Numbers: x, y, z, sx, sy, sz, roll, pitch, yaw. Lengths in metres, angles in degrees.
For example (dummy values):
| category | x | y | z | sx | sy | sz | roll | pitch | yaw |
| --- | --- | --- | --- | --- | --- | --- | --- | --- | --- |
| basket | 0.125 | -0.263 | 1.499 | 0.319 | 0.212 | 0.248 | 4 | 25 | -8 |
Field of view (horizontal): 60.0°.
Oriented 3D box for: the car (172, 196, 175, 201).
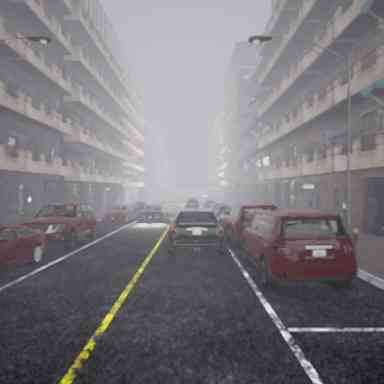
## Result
| category | x | y | z | sx | sy | sz | roll | pitch | yaw |
| --- | --- | --- | --- | --- | --- | --- | --- | --- | --- |
| car | -5.709 | 1.886 | 94.008 | 1.752 | 1.417 | 4.829 | -1 | 0 | 0 |

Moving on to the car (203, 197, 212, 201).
| category | x | y | z | sx | sy | sz | roll | pitch | yaw |
| --- | --- | --- | --- | --- | --- | --- | --- | --- | --- |
| car | 2.677 | 1.774 | 48.917 | 1.947 | 1.339 | 4.313 | -1 | 0 | 0 |

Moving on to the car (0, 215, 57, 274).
| category | x | y | z | sx | sy | sz | roll | pitch | yaw |
| --- | --- | --- | --- | --- | --- | --- | --- | --- | --- |
| car | -5.703 | 1.588 | 9.207 | 1.887 | 1.381 | 4.507 | -1 | 0 | 0 |

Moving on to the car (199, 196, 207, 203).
| category | x | y | z | sx | sy | sz | roll | pitch | yaw |
| --- | --- | --- | --- | --- | --- | --- | --- | --- | --- |
| car | 2.671 | 1.767 | 82.906 | 1.967 | 1.590 | 4.097 | -1 | 0 | 0 |

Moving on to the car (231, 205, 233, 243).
| category | x | y | z | sx | sy | sz | roll | pitch | yaw |
| --- | --- | --- | --- | --- | --- | --- | --- | --- | --- |
| car | 2.639 | 1.384 | 14.933 | 2.192 | 1.841 | 5.009 | -1 | 0 | 0 |

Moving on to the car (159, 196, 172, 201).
| category | x | y | z | sx | sy | sz | roll | pitch | yaw |
| --- | --- | --- | --- | --- | --- | --- | --- | --- | --- |
| car | -5.707 | 1.822 | 65.855 | 2.008 | 1.369 | 4.403 | -1 | 0 | 0 |

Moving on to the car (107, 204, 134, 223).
| category | x | y | z | sx | sy | sz | roll | pitch | yaw |
| --- | --- | --- | --- | --- | --- | --- | --- | --- | --- |
| car | -5.704 | 1.662 | 26.200 | 1.887 | 1.381 | 4.507 | -1 | 0 | 0 |

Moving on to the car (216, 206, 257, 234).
| category | x | y | z | sx | sy | sz | roll | pitch | yaw |
| --- | --- | --- | --- | --- | --- | --- | --- | --- | --- |
| car | 2.644 | 1.659 | 20.595 | 1.947 | 1.339 | 4.313 | -1 | 0 | 0 |

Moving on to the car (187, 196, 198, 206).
| category | x | y | z | sx | sy | sz | roll | pitch | yaw |
| --- | --- | --- | --- | --- | --- | --- | --- | --- | --- |
| car | 0.096 | 1.614 | 62.950 | 2.097 | 1.767 | 4.553 | 0 | 0 | 0 |

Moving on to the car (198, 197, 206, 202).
| category | x | y | z | sx | sy | sz | roll | pitch | yaw |
| --- | --- | --- | --- | --- | --- | --- | --- | --- | --- |
| car | 2.673 | 1.926 | 88.570 | 1.802 | 1.307 | 4.206 | -1 | 0 | 0 |

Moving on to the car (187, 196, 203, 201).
| category | x | y | z | sx | sy | sz | roll | pitch | yaw |
| --- | --- | --- | --- | --- | --- | --- | --- | --- | --- |
| car | 0.097 | 1.694 | 44.405 | 1.837 | 1.490 | 4.892 | 0 | 0 | 0 |

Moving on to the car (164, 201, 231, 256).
| category | x | y | z | sx | sy | sz | roll | pitch | yaw |
| --- | --- | --- | --- | --- | --- | --- | --- | --- | --- |
| car | 0.120 | 1.414 | 13.491 | 2.097 | 1.767 | 4.553 | 0 | 0 | -1 |

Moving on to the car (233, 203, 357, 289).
| category | x | y | z | sx | sy | sz | roll | pitch | yaw |
| --- | --- | --- | --- | --- | --- | --- | --- | --- | --- |
| car | 2.640 | 1.359 | 9.267 | 2.192 | 1.841 | 5.009 | -1 | 0 | 0 |

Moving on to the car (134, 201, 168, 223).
| category | x | y | z | sx | sy | sz | roll | pitch | yaw |
| --- | --- | --- | --- | --- | --- | --- | --- | --- | --- |
| car | -3.095 | 1.683 | 26.556 | 1.994 | 1.385 | 4.181 | 0 | 0 | 0 |

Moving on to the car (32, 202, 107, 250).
| category | x | y | z | sx | sy | sz | roll | pitch | yaw |
| --- | --- | --- | --- | --- | --- | --- | --- | --- | --- |
| car | -5.707 | 1.384 | 14.871 | 2.192 | 1.841 | 5.009 | -1 | 0 | 0 |

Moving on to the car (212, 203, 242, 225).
| category | x | y | z | sx | sy | sz | roll | pitch | yaw |
| --- | --- | --- | --- | --- | --- | --- | --- | --- | --- |
| car | 2.643 | 1.662 | 26.260 | 1.887 | 1.381 | 4.507 | -1 | 0 | 0 |
